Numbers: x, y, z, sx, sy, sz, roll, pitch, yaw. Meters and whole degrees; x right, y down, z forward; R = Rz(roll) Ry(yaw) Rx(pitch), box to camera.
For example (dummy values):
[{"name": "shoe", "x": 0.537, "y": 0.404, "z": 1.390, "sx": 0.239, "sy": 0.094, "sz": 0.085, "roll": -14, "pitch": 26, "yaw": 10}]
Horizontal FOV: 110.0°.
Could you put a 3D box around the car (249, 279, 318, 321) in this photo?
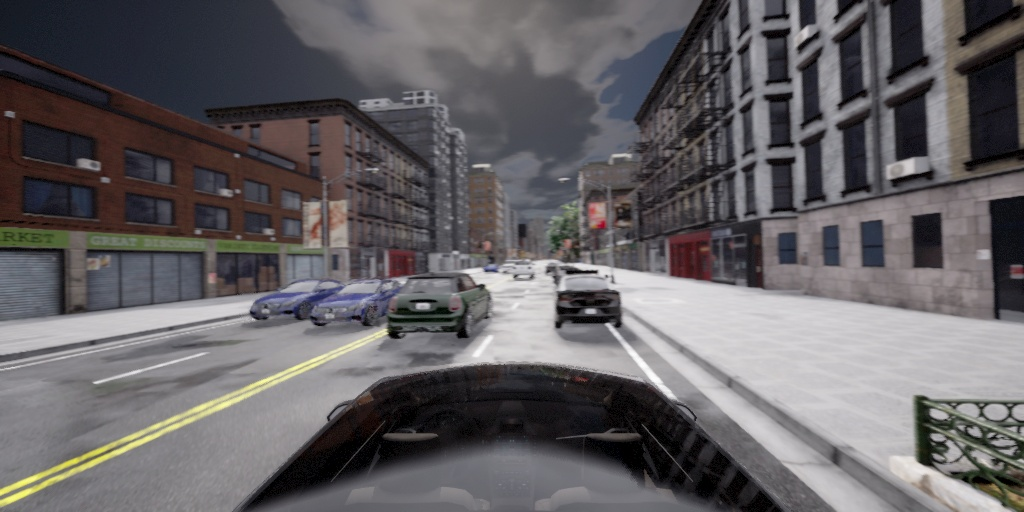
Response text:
[{"name": "car", "x": -8.243, "y": 1.679, "z": 14.663, "sx": 1.812, "sy": 1.442, "sz": 4.674, "roll": -2, "pitch": -1, "yaw": 6}]

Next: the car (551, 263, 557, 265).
[{"name": "car", "x": 4.084, "y": 1.494, "z": 27.597, "sx": 1.837, "sy": 1.490, "sz": 4.892, "roll": -2, "pitch": -1, "yaw": 6}]

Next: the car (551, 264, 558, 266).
[{"name": "car", "x": 3.415, "y": 1.432, "z": 21.635, "sx": 1.837, "sy": 1.490, "sz": 4.892, "roll": -2, "pitch": -1, "yaw": 6}]

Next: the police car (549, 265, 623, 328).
[{"name": "police car", "x": 2.309, "y": 1.249, "z": 11.809, "sx": 1.930, "sy": 1.638, "sz": 5.238, "roll": -2, "pitch": -1, "yaw": 6}]

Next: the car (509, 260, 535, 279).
[{"name": "car", "x": 1.342, "y": 1.447, "z": 40.196, "sx": 2.150, "sy": 2.045, "sz": 5.566, "roll": -2, "pitch": -1, "yaw": 6}]

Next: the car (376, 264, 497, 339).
[{"name": "car", "x": -1.944, "y": 1.280, "z": 10.904, "sx": 2.097, "sy": 1.767, "sz": 4.553, "roll": -2, "pitch": -1, "yaw": 6}]

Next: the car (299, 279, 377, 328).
[{"name": "car", "x": -5.173, "y": 1.572, "z": 13.010, "sx": 1.812, "sy": 1.442, "sz": 4.674, "roll": -2, "pitch": -1, "yaw": 6}]

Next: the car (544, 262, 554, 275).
[{"name": "car", "x": 5.410, "y": 1.708, "z": 48.059, "sx": 1.837, "sy": 1.490, "sz": 4.892, "roll": -2, "pitch": 0, "yaw": 7}]

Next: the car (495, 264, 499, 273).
[{"name": "car", "x": -3.299, "y": 2.041, "z": 58.472, "sx": 1.882, "sy": 1.535, "sz": 5.008, "roll": -2, "pitch": -1, "yaw": 7}]

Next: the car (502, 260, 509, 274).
[{"name": "car", "x": -0.226, "y": 1.682, "z": 56.856, "sx": 2.150, "sy": 2.045, "sz": 5.566, "roll": -2, "pitch": -1, "yaw": 7}]
